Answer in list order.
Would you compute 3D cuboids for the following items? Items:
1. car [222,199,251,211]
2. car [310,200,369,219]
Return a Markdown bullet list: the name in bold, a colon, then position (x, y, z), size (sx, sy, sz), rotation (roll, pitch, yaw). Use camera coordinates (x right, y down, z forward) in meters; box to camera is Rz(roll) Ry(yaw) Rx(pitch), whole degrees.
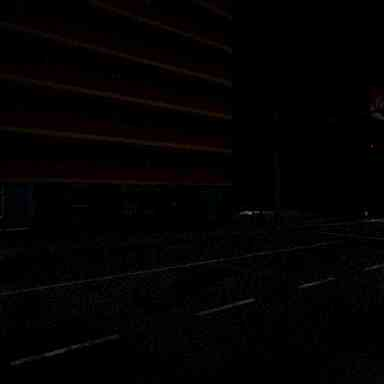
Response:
- **car**: position (4.993, 1.571, 39.745), size (1.994, 1.385, 4.181), rotation (0, 0, -36)
- **car**: position (12.750, 1.499, 29.049), size (2.128, 1.511, 4.902), rotation (0, 0, -36)
